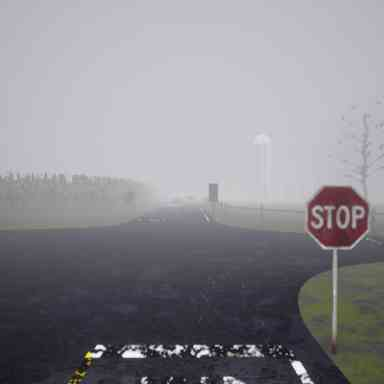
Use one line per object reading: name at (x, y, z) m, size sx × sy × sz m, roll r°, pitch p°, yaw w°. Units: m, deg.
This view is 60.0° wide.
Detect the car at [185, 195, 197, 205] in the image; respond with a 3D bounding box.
car at (-0.175, 1.490, 60.822) m, size 1.882 × 1.535 × 5.008 m, roll 0°, pitch 0°, yaw 0°

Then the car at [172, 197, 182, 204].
car at (-2.939, 1.618, 65.381) m, size 1.895 × 1.301 × 4.718 m, roll 0°, pitch 0°, yaw 0°

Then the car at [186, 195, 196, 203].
car at (-0.209, 1.476, 71.241) m, size 2.128 × 1.511 × 4.902 m, roll 0°, pitch 0°, yaw 0°
